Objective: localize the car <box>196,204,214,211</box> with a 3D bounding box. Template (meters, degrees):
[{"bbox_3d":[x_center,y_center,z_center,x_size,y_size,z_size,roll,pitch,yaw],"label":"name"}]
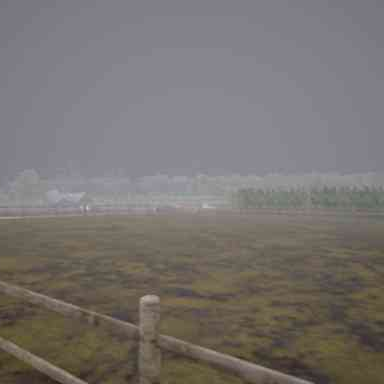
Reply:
[{"bbox_3d":[2.589,3.056,65.242,1.812,1.442,4.674,-3,-4,36],"label":"car"}]

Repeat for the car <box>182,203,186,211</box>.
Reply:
[{"bbox_3d":[-3.040,2.791,62.149,2.097,1.767,4.553,-3,-3,36],"label":"car"}]

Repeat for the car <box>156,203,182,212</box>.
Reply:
[{"bbox_3d":[-4.127,2.715,55.860,1.994,1.385,4.181,-3,-3,36],"label":"car"}]
